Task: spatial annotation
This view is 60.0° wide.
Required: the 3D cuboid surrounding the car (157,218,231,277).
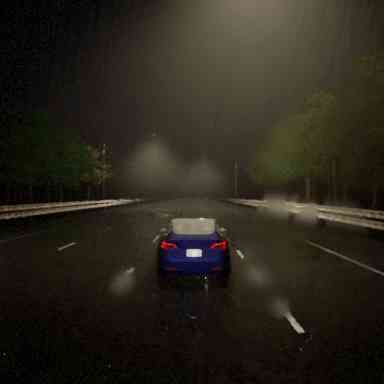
[{"bbox_3d":[0.040,1.515,10.324,2.163,1.488,4.792,0,0,0],"label":"car"}]
